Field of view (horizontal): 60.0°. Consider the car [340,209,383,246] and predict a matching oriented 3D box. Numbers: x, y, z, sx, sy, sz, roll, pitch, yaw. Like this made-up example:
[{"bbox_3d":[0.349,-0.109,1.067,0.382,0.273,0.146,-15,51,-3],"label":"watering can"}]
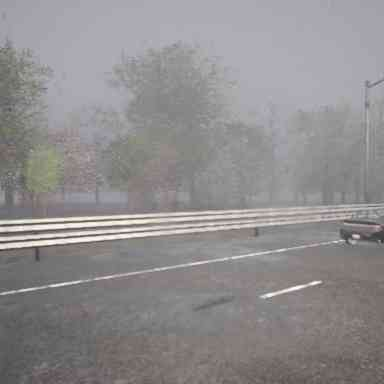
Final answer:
[{"bbox_3d":[8.209,1.479,14.033,4.902,1.511,2.128,0,0,-36],"label":"car"}]
